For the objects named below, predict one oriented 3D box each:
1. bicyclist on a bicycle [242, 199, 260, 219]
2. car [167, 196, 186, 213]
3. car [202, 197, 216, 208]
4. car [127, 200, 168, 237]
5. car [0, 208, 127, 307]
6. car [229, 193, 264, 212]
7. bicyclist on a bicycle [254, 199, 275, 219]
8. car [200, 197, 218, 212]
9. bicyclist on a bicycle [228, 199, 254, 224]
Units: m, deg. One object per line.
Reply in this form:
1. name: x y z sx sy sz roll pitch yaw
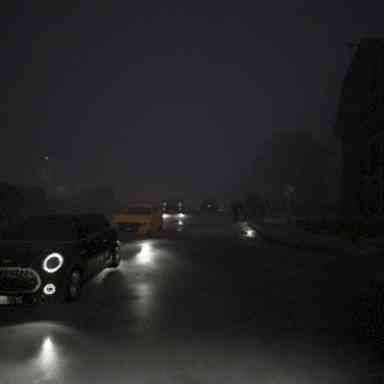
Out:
1. bicyclist on a bicycle: 4.969 1.379 27.810 1.656 1.620 0.582 -1 1 -41
2. car: -1.825 1.244 34.483 2.097 1.767 4.553 0 0 3
3. car: 2.556 1.495 49.276 1.994 1.385 4.181 1 0 3
4. car: -2.742 1.409 17.903 1.882 1.535 5.008 1 0 4
5. car: -3.251 1.294 8.053 2.097 1.767 4.553 1 0 3
6. car: 6.019 1.144 36.685 1.905 1.878 3.866 -7 3 -39
7. bicyclist on a bicycle: 5.951 1.374 27.057 1.656 1.620 0.582 -1 0 27
8. car: 1.956 1.496 37.620 1.994 1.385 4.181 1 -1 4
9. bicyclist on a bicycle: 3.370 1.445 23.727 1.656 1.620 0.582 1 0 -11
